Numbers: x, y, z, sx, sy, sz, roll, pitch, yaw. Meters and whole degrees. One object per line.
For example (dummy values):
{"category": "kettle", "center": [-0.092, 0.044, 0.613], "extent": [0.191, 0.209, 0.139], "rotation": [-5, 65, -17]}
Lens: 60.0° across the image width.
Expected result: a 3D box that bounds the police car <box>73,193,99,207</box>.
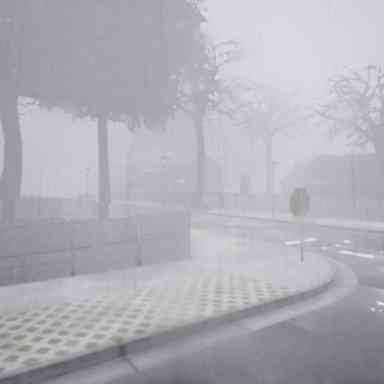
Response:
{"category": "police car", "center": [-12.465, 0.985, 39.139], "extent": [2.038, 1.542, 4.974], "rotation": [-1, 1, -35]}
